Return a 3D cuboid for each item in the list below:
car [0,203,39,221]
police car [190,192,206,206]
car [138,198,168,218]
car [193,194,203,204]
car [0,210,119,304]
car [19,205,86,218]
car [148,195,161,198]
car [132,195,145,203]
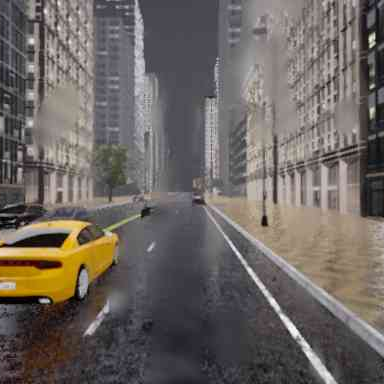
[{"bbox_3d":[-9.838,1.425,19.046,1.837,1.490,4.892,0,0,0],"label":"car"},{"bbox_3d":[1.004,1.218,49.368,1.930,1.638,5.238,0,0,0],"label":"police car"},{"bbox_3d":[-3.132,1.444,28.331,1.994,1.385,4.181,0,0,0],"label":"car"},{"bbox_3d":[1.010,1.207,59.450,1.801,1.575,5.366,0,0,0],"label":"car"},{"bbox_3d":[-3.133,1.443,8.157,1.882,1.535,5.008,0,0,0],"label":"car"},{"bbox_3d":[-6.589,1.474,17.482,2.033,1.411,5.357,0,0,0],"label":"car"},{"bbox_3d":[-6.517,1.236,57.788,1.882,1.535,5.008,0,0,1],"label":"car"},{"bbox_3d":[-9.742,1.236,61.515,2.128,1.511,4.902,0,0,1],"label":"car"}]
